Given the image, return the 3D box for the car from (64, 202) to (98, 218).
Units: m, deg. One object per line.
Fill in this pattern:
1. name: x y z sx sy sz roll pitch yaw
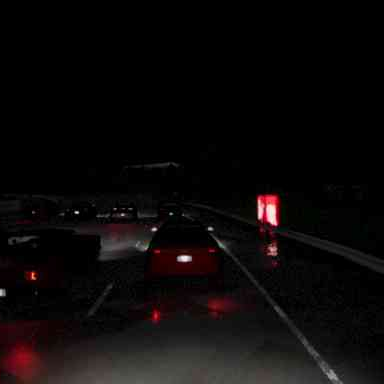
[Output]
1. car: -8.910 1.490 26.925 1.994 1.385 4.181 0 0 -8

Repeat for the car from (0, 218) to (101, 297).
1. car: -3.683 1.579 8.411 1.895 1.301 4.718 0 0 -2

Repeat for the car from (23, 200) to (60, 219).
1. car: -12.606 1.406 28.179 1.882 1.535 5.008 0 0 -8

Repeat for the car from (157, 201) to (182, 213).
1. car: -1.858 1.441 27.050 1.812 1.442 4.674 0 0 -8

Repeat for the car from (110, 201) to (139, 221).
1. car: -5.273 1.415 26.190 2.128 1.511 4.902 0 0 -7

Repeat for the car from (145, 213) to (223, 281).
1. car: -0.274 1.532 9.838 1.994 1.385 4.181 0 0 -3

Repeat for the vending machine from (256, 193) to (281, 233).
1. vending machine: 4.153 1.130 18.146 1.100 2.100 0.880 0 0 -5
